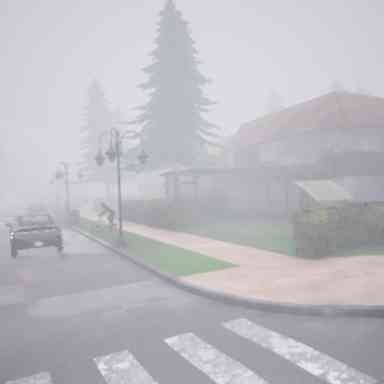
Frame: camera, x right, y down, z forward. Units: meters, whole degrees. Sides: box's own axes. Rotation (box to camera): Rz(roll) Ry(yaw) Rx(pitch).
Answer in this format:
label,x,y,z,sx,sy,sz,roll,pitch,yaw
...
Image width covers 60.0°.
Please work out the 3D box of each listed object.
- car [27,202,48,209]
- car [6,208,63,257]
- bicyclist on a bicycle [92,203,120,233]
label,x,y,z,sx,sy,sz,roll,pitch,yaw
car,-19.913,1.986,42.913,1.994,1.385,4.181,-2,0,-18
car,-6.746,1.700,14.253,2.128,1.511,4.902,-2,1,-29
bicyclist on a bicycle,-4.732,1.411,18.427,1.656,1.620,0.582,-2,1,-29
